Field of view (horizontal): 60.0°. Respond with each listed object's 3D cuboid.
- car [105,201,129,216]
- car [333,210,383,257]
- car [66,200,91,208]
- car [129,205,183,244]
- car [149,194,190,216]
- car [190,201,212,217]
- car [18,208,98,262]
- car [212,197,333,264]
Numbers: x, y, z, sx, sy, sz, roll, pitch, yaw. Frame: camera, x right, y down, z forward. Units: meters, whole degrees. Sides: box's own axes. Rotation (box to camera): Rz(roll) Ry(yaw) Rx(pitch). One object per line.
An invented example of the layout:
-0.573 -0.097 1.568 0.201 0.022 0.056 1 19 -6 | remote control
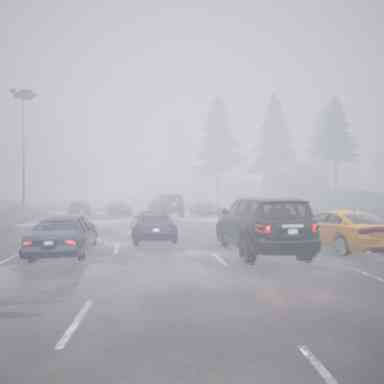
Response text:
-7.180 1.551 32.368 1.994 1.385 4.181 0 0 -23 | car
5.776 1.433 12.894 1.882 1.535 5.008 0 0 -9 | car
-11.170 1.510 32.726 1.837 1.490 4.892 0 0 -25 | car
-1.863 1.550 15.789 1.994 1.385 4.181 0 0 -11 | car
-2.367 1.190 30.001 2.150 2.045 5.566 0 0 -21 | car
1.147 1.516 30.418 1.994 1.385 4.181 0 0 -20 | car
-4.642 1.551 12.245 2.033 1.411 5.357 0 0 -10 | car
2.438 1.194 11.935 2.150 2.045 5.566 0 0 -8 | car
